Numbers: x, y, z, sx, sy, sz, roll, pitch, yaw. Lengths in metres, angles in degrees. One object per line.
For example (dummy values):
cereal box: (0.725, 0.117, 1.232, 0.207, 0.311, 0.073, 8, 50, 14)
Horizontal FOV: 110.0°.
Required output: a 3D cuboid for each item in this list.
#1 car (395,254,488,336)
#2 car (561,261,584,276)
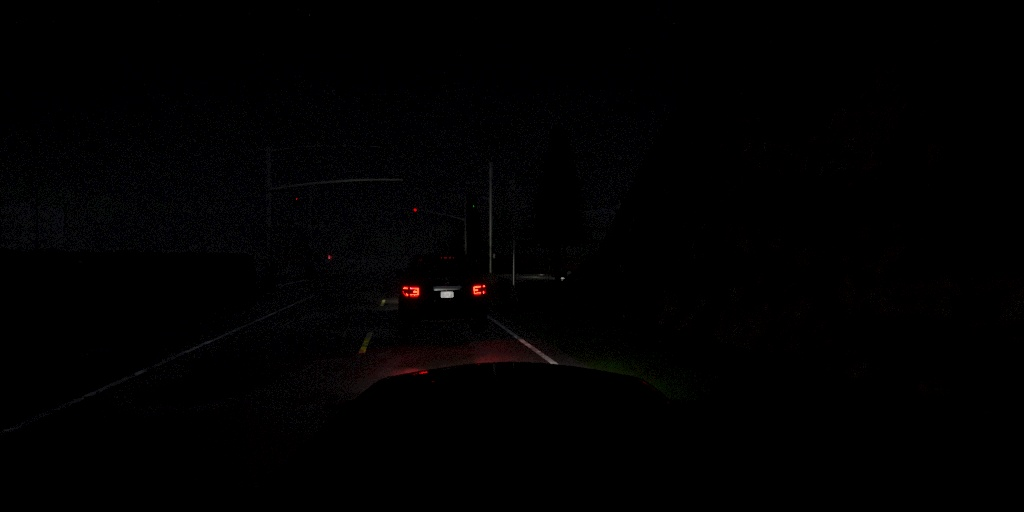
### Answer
car: (-2.230, 0.971, 10.718, 2.150, 2.045, 5.566, 0, 0, -16)
car: (6.659, 1.227, 35.261, 5.008, 1.535, 1.882, 0, 0, -19)
